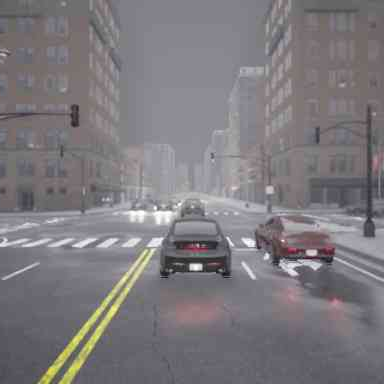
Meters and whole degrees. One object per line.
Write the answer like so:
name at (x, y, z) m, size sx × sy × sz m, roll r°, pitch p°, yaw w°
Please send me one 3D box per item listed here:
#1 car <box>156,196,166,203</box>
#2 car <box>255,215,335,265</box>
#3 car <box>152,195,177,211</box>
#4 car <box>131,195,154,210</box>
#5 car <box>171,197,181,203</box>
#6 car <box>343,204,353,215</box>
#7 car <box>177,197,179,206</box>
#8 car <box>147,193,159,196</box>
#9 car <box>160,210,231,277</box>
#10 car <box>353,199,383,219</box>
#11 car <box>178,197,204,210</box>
car at (-6.530, 1.527, 70.449) m, size 1.837 × 1.490 × 4.892 m, roll 0°, pitch 0°, yaw 0°
car at (3.418, 1.537, 11.656) m, size 1.812 × 1.442 × 4.674 m, roll 0°, pitch 0°, yaw 1°
car at (-3.358, 1.518, 41.559) m, size 2.128 × 1.511 × 4.902 m, roll 0°, pitch 0°, yaw -1°
car at (-6.630, 1.518, 42.950) m, size 2.128 × 1.511 × 4.902 m, roll 0°, pitch 0°, yaw -1°
car at (-3.281, 1.624, 68.394) m, size 1.895 × 1.301 × 4.718 m, roll 0°, pitch 0°, yaw 0°
car at (16.100, 1.341, 29.978) m, size 4.674 × 1.442 × 1.812 m, roll -1°, pitch 0°, yaw 1°
car at (-3.352, 1.379, 53.527) m, size 2.097 × 1.767 × 4.553 m, roll 0°, pitch 0°, yaw 0°
car at (-6.586, 1.243, 55.759) m, size 2.150 × 2.045 × 5.566 m, roll 0°, pitch 1°, yaw 0°
car at (0.086, 1.515, 10.222) m, size 1.837 × 1.490 × 4.892 m, roll 0°, pitch 0°, yaw 0°
car at (16.367, 1.347, 26.733) m, size 5.357 × 1.411 × 2.033 m, roll -1°, pitch 0°, yaw 0°
car at (0.065, 1.378, 31.628) m, size 2.097 × 1.767 × 4.553 m, roll 0°, pitch 0°, yaw 0°
